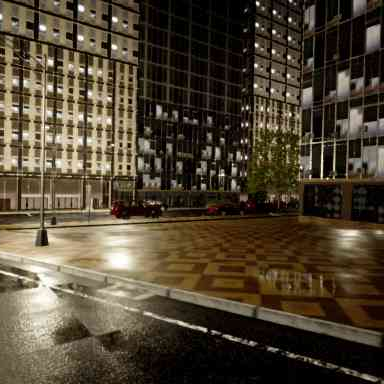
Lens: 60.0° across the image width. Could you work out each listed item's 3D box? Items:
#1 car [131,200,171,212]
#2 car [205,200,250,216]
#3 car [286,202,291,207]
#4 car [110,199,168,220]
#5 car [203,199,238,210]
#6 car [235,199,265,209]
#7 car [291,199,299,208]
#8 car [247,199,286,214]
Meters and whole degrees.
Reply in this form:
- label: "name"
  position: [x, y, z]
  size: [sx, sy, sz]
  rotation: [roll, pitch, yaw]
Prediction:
- label: "car"
  position: [-5.081, 1.716, 41.264]
  size: [4.403, 1.369, 2.008]
  rotation: [1, 1, -34]
- label: "car"
  position: [4.052, 1.963, 37.981]
  size: [4.507, 1.381, 1.887]
  rotation: [1, 1, -34]
- label: "car"
  position: [13.607, 1.931, 54.107]
  size: [4.206, 1.307, 1.802]
  rotation: [1, 1, -34]
- label: "car"
  position: [-5.287, 1.642, 31.556]
  size: [5.009, 1.841, 2.192]
  rotation: [1, 1, -34]
- label: "car"
  position: [4.124, 1.781, 47.589]
  size: [4.829, 1.417, 1.752]
  rotation: [1, 1, -34]
- label: "car"
  position: [8.935, 1.869, 50.896]
  size: [4.313, 1.339, 1.947]
  rotation: [1, 1, -34]
- label: "car"
  position: [18.280, 1.962, 57.317]
  size: [4.313, 1.339, 1.947]
  rotation: [1, 1, -34]
- label: "car"
  position: [8.729, 1.780, 41.187]
  size: [5.009, 1.841, 2.192]
  rotation: [1, 1, -34]
